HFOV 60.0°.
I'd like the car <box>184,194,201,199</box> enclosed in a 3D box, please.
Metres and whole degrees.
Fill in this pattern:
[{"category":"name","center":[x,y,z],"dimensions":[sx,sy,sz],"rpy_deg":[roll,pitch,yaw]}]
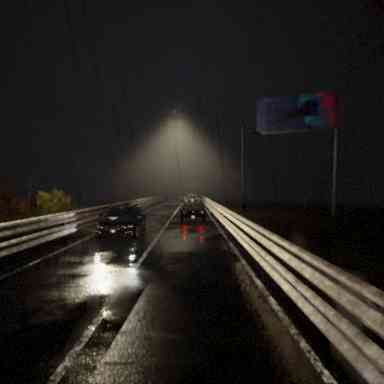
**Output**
[{"category":"car","center":[0.066,1.103,42.247],"dimensions":[2.097,1.767,4.553],"rpy_deg":[0,0,0]}]

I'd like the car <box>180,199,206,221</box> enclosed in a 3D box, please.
[{"category":"car","center":[0.080,1.450,25.613],"dimensions":[1.895,1.301,4.718],"rpy_deg":[0,0,0]}]

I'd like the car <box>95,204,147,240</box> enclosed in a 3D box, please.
[{"category":"car","center":[-3.359,1.407,16.539],"dimensions":[1.837,1.490,4.892],"rpy_deg":[0,0,0]}]
